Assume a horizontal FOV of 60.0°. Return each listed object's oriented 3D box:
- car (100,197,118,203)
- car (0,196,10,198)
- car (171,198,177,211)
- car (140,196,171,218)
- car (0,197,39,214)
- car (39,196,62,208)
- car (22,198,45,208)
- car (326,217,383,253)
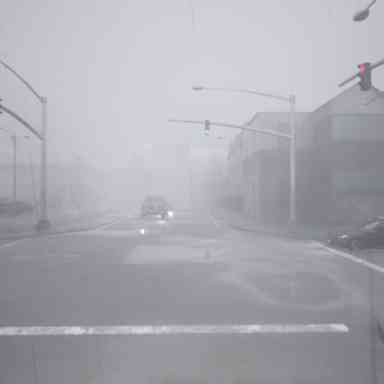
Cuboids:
[{"bbox_3d":[-22.039,2.106,87.902,4.611,1.667,2.242,0,0,0],"label":"car"},{"bbox_3d":[-25.822,1.516,46.031,1.932,1.855,4.605,0,0,0],"label":"car"},{"bbox_3d":[-3.520,1.823,44.995,1.895,1.301,4.718,0,0,0],"label":"car"},{"bbox_3d":[-3.552,1.379,31.880,2.150,2.045,5.566,0,0,0],"label":"car"},{"bbox_3d":[-18.868,1.667,36.027,2.007,1.523,4.514,0,0,0],"label":"car"},{"bbox_3d":[-22.544,1.534,53.903,1.905,1.878,3.866,0,0,0],"label":"car"},{"bbox_3d":[-25.870,1.821,54.509,1.970,1.475,3.806,0,0,0],"label":"car"},{"bbox_3d":[8.297,1.821,14.511,4.674,1.442,1.812,-1,0,0],"label":"car"}]
